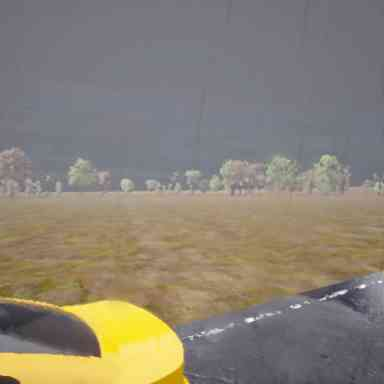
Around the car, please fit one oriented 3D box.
[{"bbox_3d":[-2.331,1.476,1.654,5.008,1.535,1.882,0,0,-35],"label":"car"}]
